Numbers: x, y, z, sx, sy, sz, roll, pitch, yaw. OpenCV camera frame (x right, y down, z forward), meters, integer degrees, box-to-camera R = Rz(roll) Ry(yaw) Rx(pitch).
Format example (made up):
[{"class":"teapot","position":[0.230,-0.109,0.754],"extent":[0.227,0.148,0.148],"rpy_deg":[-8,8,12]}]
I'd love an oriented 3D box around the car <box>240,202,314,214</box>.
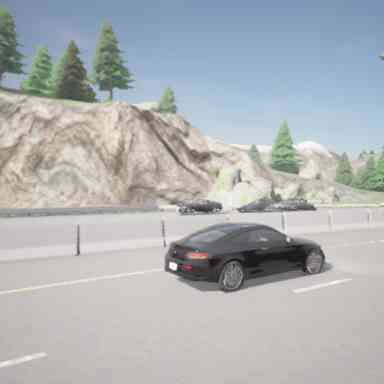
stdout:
[{"class":"car","position":[6.145,1.590,23.905],"extent":[4.718,1.301,1.895],"rpy_deg":[0,0,-28]}]

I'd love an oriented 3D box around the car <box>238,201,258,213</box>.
[{"class":"car","position":[6.530,1.544,31.936],"extent":[4.181,1.385,1.994],"rpy_deg":[0,0,-26]}]

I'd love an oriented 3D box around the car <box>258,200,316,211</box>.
[{"class":"car","position":[8.590,1.482,29.057],"extent":[4.902,1.511,2.128],"rpy_deg":[0,0,-26]}]

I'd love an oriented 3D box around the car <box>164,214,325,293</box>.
[{"class":"car","position":[1.500,1.518,8.805],"extent":[4.674,1.442,1.812],"rpy_deg":[0,0,-33]}]

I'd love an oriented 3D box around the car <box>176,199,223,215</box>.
[{"class":"car","position":[0.752,1.452,32.873],"extent":[4.902,1.511,2.128],"rpy_deg":[0,0,-28]}]
